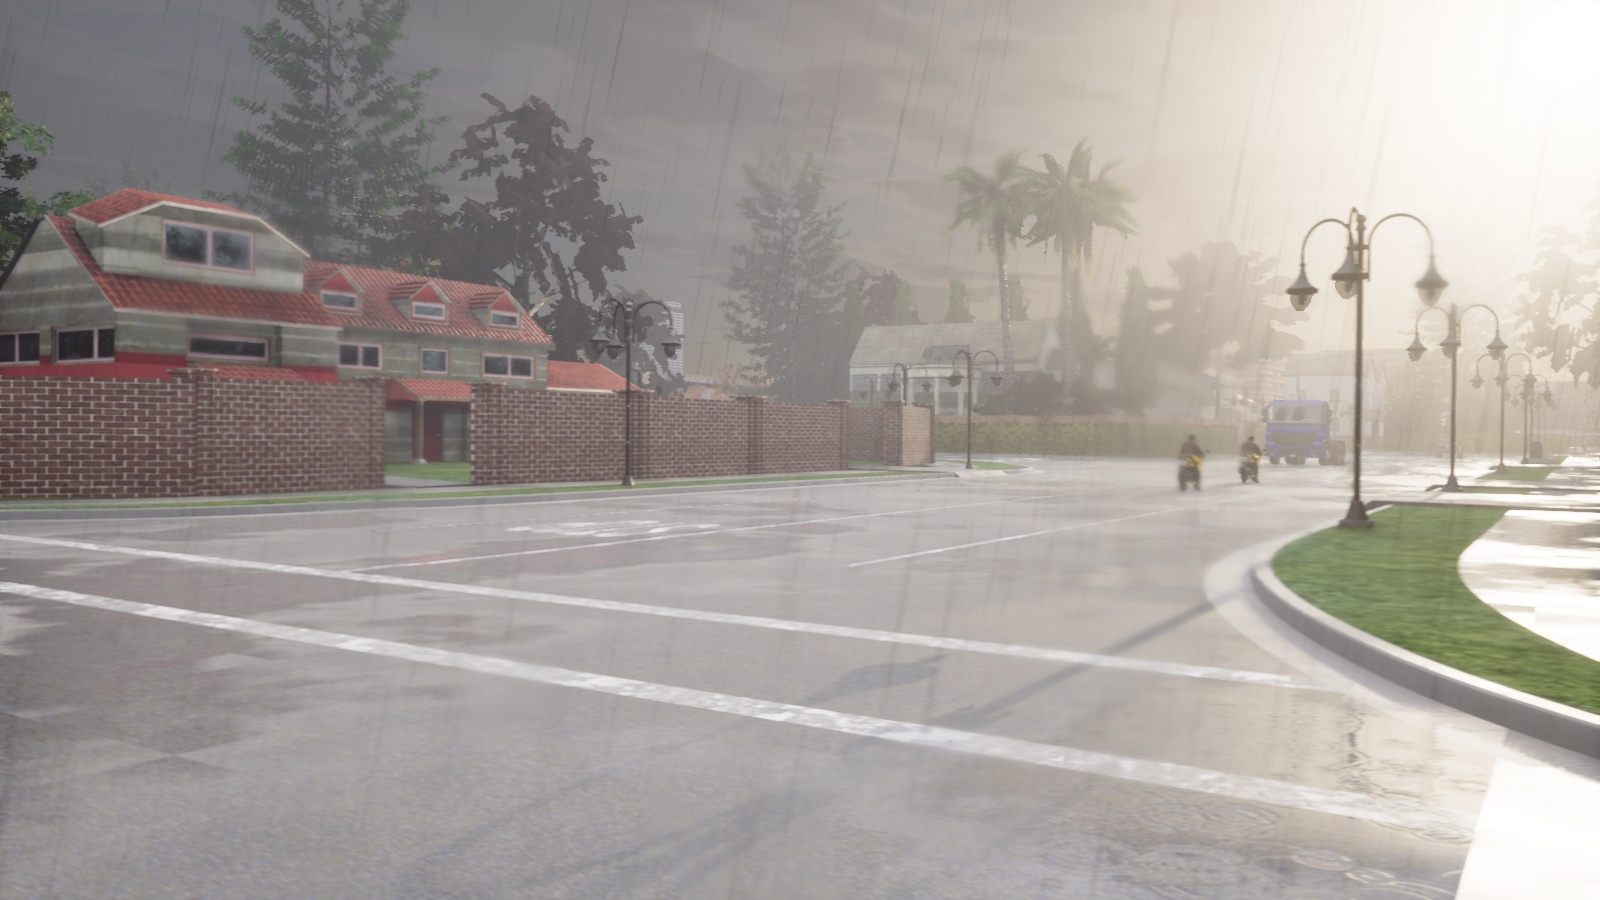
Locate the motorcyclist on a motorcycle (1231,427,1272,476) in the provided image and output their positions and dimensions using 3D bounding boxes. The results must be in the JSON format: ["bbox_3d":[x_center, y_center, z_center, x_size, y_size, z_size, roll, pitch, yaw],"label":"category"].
[{"bbox_3d":[14.401,0.037,40.033,0.797,1.523,2.044,0,1,32],"label":"motorcyclist on a motorcycle"}]

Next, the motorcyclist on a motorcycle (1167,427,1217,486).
[{"bbox_3d":[10.631,0.154,34.011,0.797,1.523,2.044,0,1,32],"label":"motorcyclist on a motorcycle"}]

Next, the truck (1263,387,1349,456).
[{"bbox_3d":[27.013,-1.433,66.768,2.891,3.462,7.936,0,0,32],"label":"truck"}]
